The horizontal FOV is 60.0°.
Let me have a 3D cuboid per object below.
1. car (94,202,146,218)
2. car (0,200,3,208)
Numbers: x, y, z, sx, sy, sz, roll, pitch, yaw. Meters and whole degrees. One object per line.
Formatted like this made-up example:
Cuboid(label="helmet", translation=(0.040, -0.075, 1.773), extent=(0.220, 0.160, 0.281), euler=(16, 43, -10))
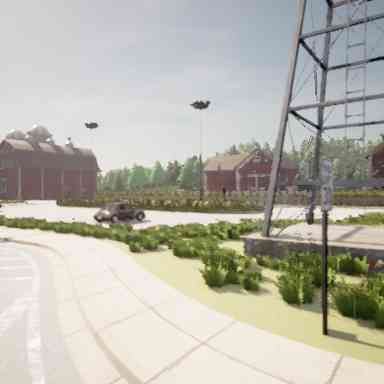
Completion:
Cuboid(label="car", translation=(-5.257, 1.483, 24.429), extent=(1.784, 1.438, 3.905), euler=(0, 0, 35))
Cuboid(label="car", translation=(-23.783, 1.315, 37.163), extent=(1.932, 1.855, 4.605), euler=(0, 0, 35))
